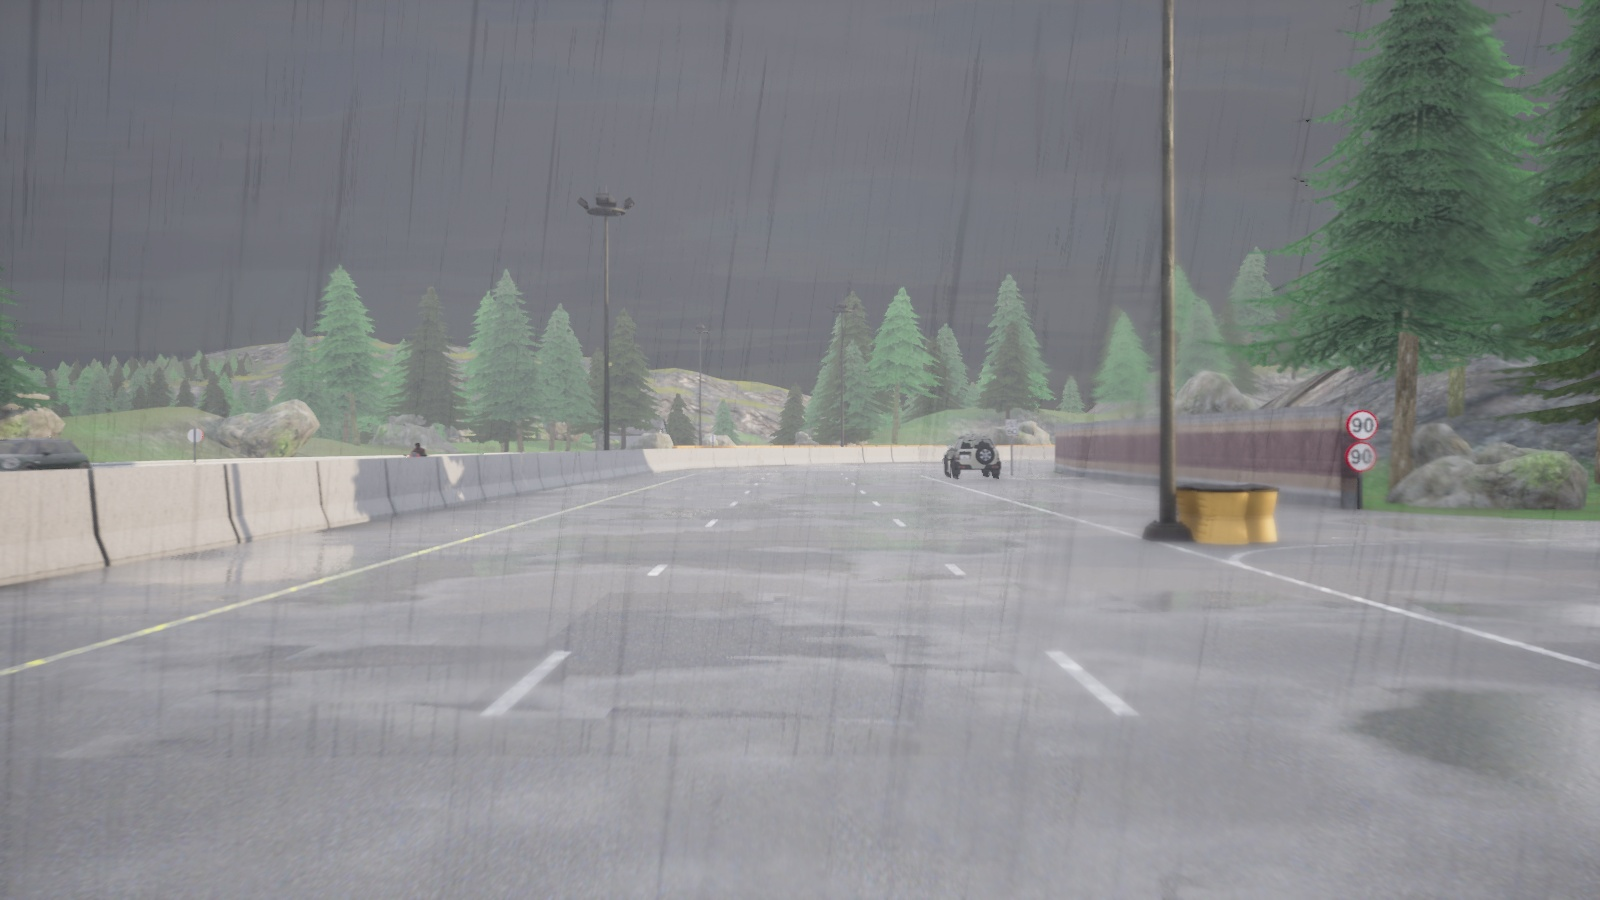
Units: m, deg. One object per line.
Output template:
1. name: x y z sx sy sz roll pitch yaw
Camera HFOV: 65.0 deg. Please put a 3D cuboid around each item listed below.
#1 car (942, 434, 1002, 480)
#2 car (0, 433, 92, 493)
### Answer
1. car: 7.198 0.271 52.974 1.932 1.855 4.605 0 0 0
2. car: -24.347 0.367 39.035 2.097 1.767 4.553 0 0 0
